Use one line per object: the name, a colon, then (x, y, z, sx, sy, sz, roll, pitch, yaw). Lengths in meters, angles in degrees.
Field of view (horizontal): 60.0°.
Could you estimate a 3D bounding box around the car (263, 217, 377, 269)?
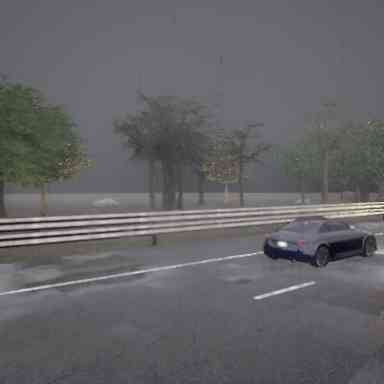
car: (4.346, 1.527, 11.150, 4.181, 1.385, 1.994, 0, 0, -36)
